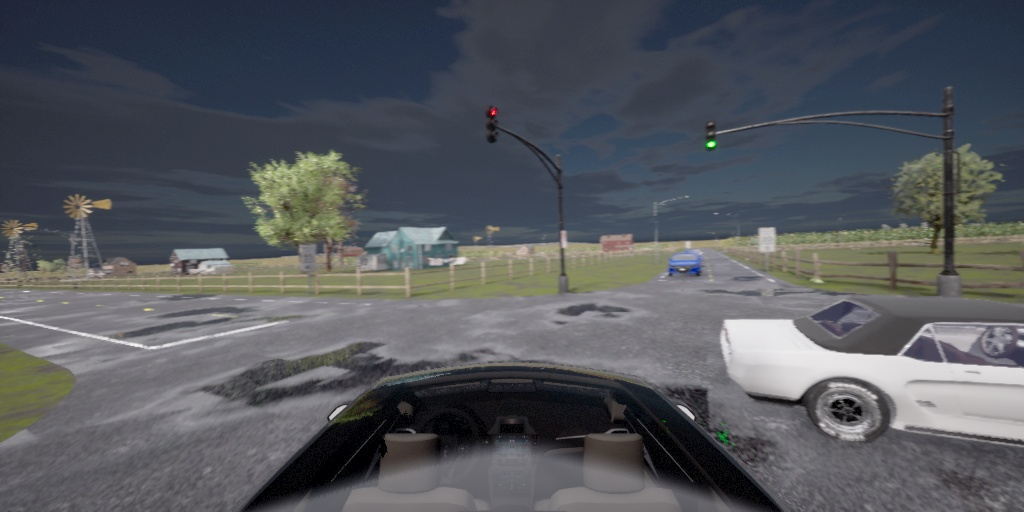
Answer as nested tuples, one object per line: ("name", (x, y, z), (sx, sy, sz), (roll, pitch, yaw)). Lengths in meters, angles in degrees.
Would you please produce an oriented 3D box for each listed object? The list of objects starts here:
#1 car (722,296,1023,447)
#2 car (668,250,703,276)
("car", (4.917, 1.125, 3.690), (4.718, 1.301, 1.895), (-2, 1, 28))
("car", (11.933, 0.509, 24.690), (1.882, 1.535, 5.008), (-2, 1, 30))
